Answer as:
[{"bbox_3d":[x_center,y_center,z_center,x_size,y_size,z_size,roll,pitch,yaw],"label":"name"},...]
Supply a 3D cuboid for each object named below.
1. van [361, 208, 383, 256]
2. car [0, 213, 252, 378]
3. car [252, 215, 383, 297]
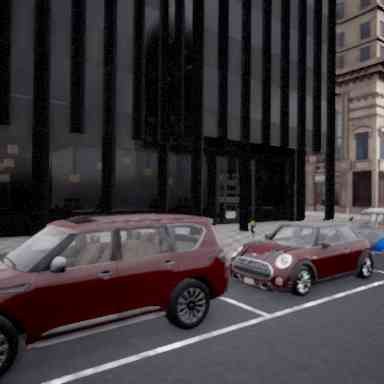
[{"bbox_3d":[7.483,1.464,11.974,3.998,1.788,1.690,1,0,-35],"label":"van"},{"bbox_3d":[-1.641,1.331,5.473,5.009,1.841,2.192,1,0,-35],"label":"car"},{"bbox_3d":[2.920,1.510,8.723,4.097,1.590,1.967,1,0,-35],"label":"car"}]
